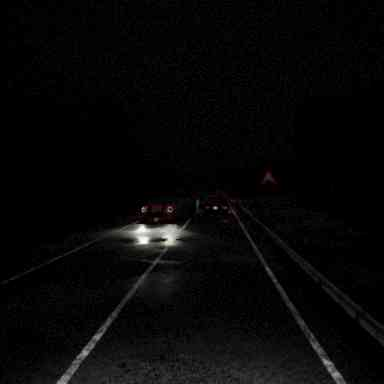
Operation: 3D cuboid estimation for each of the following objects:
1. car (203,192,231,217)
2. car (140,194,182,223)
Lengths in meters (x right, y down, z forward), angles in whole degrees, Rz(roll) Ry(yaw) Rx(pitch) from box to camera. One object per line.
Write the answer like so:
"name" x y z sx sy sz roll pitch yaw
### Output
"car" 1.828 1.060 25.729 2.033 1.411 5.357 -1 2 4
"car" -1.928 0.990 21.592 2.097 1.767 4.553 0 1 5
